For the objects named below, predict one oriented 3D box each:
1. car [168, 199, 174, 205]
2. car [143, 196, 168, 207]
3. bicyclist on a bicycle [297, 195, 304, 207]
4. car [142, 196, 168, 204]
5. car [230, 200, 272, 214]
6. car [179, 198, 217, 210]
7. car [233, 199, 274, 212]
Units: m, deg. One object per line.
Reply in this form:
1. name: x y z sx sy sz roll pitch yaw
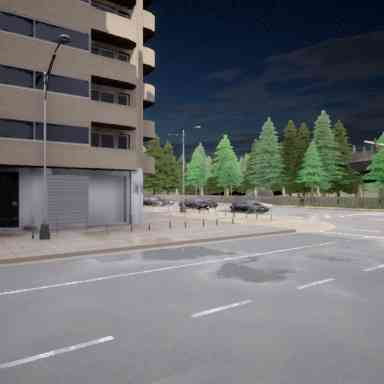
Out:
1. car: -5.050 1.436 54.082 4.902 1.511 2.128 0 0 42
2. car: -6.199 1.470 50.398 4.674 1.442 1.812 0 0 43
3. bicyclist on a bicycle: 15.139 1.245 46.444 1.656 1.620 0.582 0 0 -35
4. car: -7.164 1.545 64.439 4.718 1.301 1.895 0 0 31
5. car: 5.845 1.508 34.363 1.994 1.385 4.181 0 0 -34
6. car: 0.394 1.492 42.309 2.033 1.411 5.357 0 0 -36
7. car: 7.071 1.545 38.769 1.895 1.301 4.718 0 0 -35
